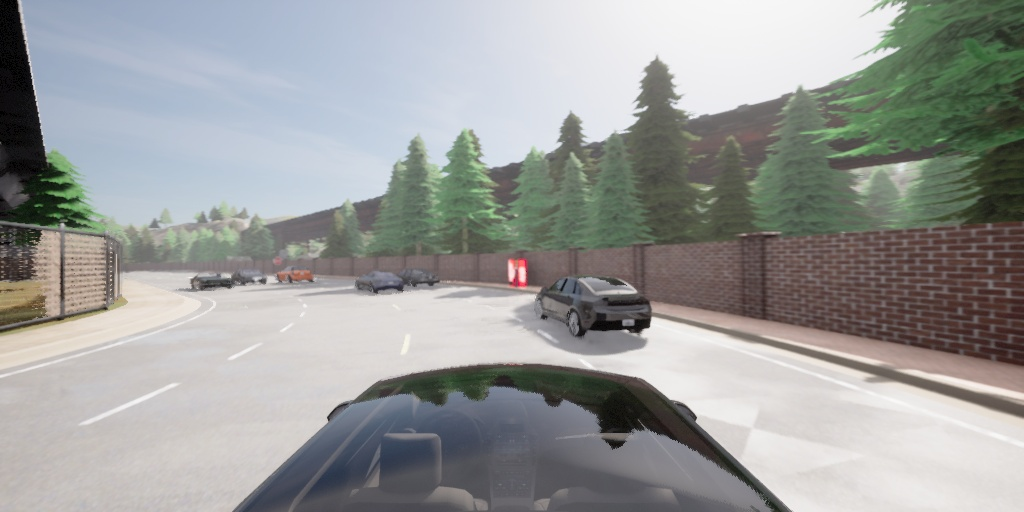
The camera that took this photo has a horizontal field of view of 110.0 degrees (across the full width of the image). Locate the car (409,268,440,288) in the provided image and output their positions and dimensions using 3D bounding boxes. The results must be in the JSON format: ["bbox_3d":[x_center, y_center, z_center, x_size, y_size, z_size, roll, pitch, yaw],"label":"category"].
[{"bbox_3d":[-7.804,1.685,28.166,5.357,1.411,2.033,-1,-1,44],"label":"car"}]

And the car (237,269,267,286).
[{"bbox_3d":[-24.258,1.906,33.070,4.902,1.511,2.128,-1,-1,40],"label":"car"}]

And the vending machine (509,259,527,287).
[{"bbox_3d":[0.412,1.182,24.464,1.100,2.100,0.880,0,0,-34],"label":"vending machine"}]

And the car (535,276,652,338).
[{"bbox_3d":[2.114,1.320,10.588,1.837,1.490,4.892,0,-1,-13],"label":"car"}]

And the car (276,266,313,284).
[{"bbox_3d":[-21.690,1.758,35.684,4.553,1.767,2.097,-1,-1,41],"label":"car"}]

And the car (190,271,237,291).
[{"bbox_3d":[-23.091,1.940,27.515,4.718,1.301,1.895,-1,-1,40],"label":"car"}]

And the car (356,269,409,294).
[{"bbox_3d":[-8.878,1.672,23.918,1.994,1.385,4.181,0,-1,-41],"label":"car"}]
